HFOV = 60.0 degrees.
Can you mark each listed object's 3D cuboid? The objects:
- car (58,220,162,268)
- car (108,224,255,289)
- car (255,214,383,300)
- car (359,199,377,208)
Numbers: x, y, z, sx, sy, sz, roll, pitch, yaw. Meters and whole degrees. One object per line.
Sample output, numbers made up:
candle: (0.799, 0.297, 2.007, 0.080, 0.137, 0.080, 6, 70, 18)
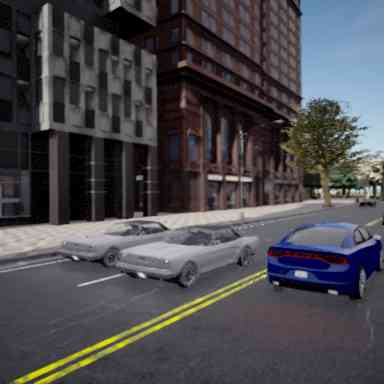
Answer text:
car: (-2.239, 1.711, 11.958, 1.895, 1.301, 4.718, -1, -1, 37)
car: (0.126, 1.672, 9.693, 1.895, 1.301, 4.718, -1, -1, 37)
car: (3.685, 1.507, 8.698, 1.882, 1.535, 5.008, -1, -1, 37)
car: (27.091, 1.687, 51.147, 1.895, 1.301, 4.718, -1, 0, 37)
